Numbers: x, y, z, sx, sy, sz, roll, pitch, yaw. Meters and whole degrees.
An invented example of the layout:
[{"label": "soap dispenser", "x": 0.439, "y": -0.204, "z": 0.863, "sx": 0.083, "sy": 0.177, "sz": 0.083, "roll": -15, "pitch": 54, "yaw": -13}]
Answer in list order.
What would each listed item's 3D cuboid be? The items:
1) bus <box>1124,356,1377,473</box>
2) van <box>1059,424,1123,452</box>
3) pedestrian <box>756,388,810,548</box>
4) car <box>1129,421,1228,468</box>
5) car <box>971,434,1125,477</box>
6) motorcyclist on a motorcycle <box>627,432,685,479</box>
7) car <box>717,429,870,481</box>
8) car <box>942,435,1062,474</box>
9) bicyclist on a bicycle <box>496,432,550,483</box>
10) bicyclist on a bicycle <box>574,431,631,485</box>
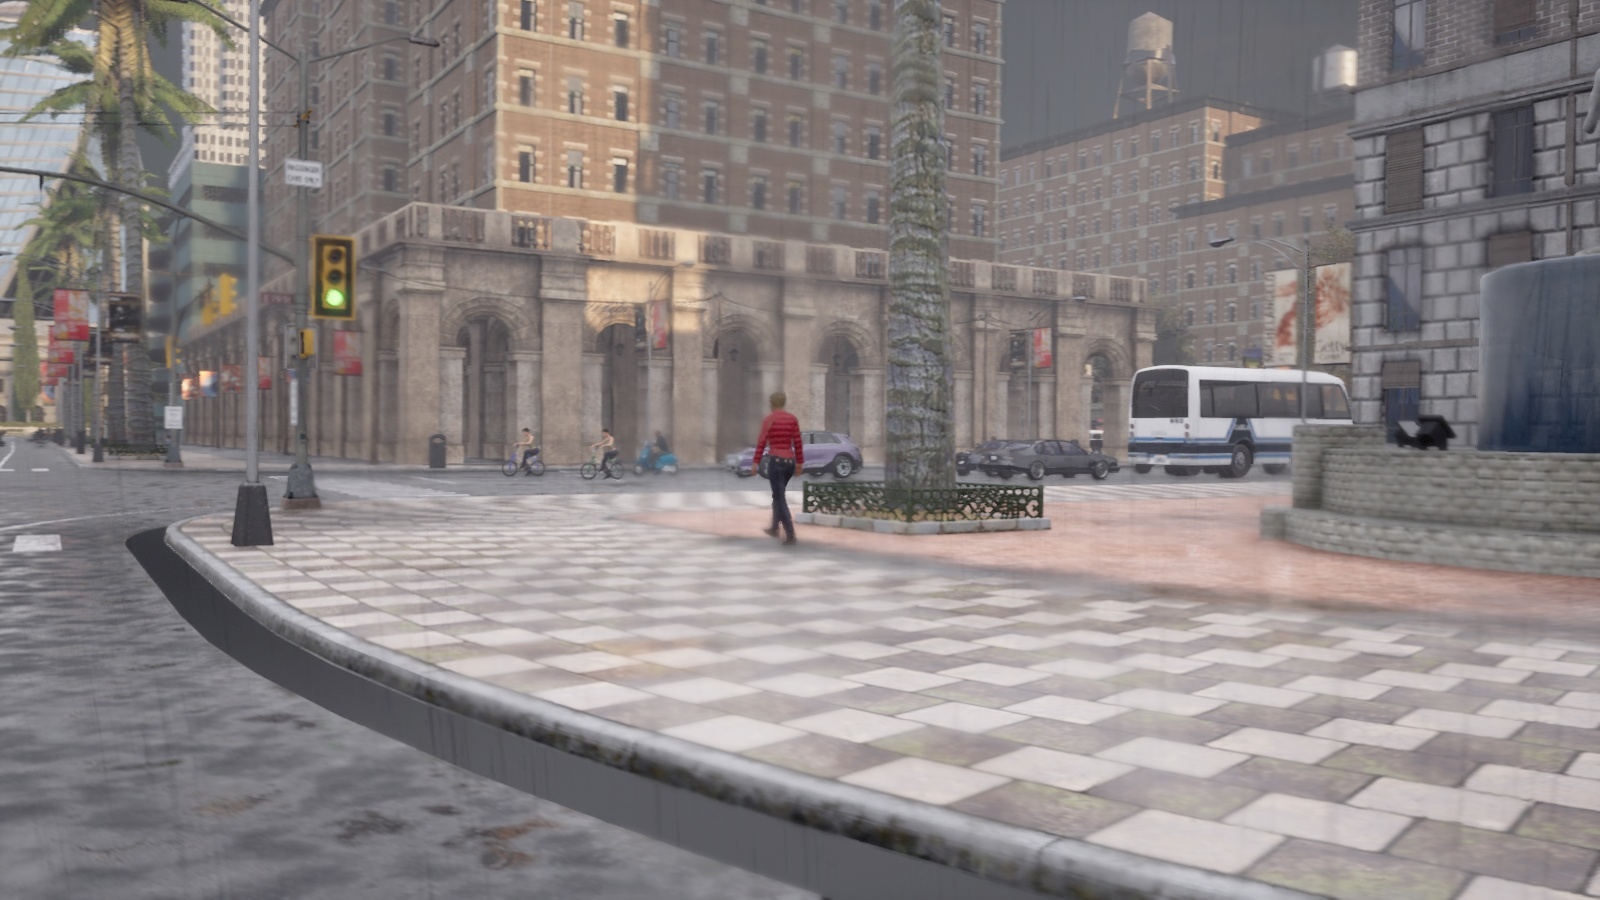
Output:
[{"label": "bus", "x": 18.016, "y": -1.410, "z": 49.912, "sx": 10.273, "sy": 4.253, "sz": 3.944, "roll": -1, "pitch": 1, "yaw": -32}, {"label": "van", "x": 21.846, "y": -0.894, "z": 94.464, "sx": 2.069, "sy": 2.038, "sz": 4.480, "roll": -1, "pitch": 1, "yaw": -32}, {"label": "pedestrian", "x": -0.207, "y": 0.207, "z": 14.817, "sx": 0.331, "sy": 1.846, "sz": 0.636, "roll": -1, "pitch": 1, "yaw": -33}, {"label": "car", "x": 15.889, "y": -0.255, "z": 52.718, "sx": 3.866, "sy": 1.878, "sz": 1.905, "roll": -1, "pitch": 1, "yaw": -32}, {"label": "car", "x": 8.749, "y": 0.160, "z": 44.170, "sx": 5.357, "sy": 1.411, "sz": 2.033, "roll": -1, "pitch": 1, "yaw": -31}, {"label": "motorcyclist on a motorcycle", "x": -5.020, "y": 0.183, "z": 43.879, "sx": 1.817, "sy": 1.590, "sz": 0.866, "roll": -1, "pitch": 1, "yaw": -31}, {"label": "car", "x": -0.193, "y": 0.134, "z": 42.764, "sx": 4.856, "sy": 1.649, "sz": 2.033, "roll": -1, "pitch": 1, "yaw": -32}, {"label": "car", "x": 7.668, "y": 0.143, "z": 47.617, "sx": 4.181, "sy": 1.385, "sz": 1.994, "roll": -1, "pitch": 1, "yaw": -31}, {"label": "bicyclist on a bicycle", "x": -9.103, "y": 0.232, "z": 41.260, "sx": 1.509, "sy": 1.612, "sz": 0.866, "roll": -1, "pitch": 1, "yaw": -32}, {"label": "bicyclist on a bicycle", "x": -6.141, "y": 0.235, "z": 39.080, "sx": 1.509, "sy": 1.612, "sz": 0.866, "roll": -1, "pitch": 1, "yaw": -32}]
